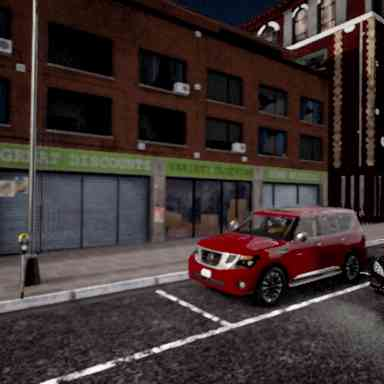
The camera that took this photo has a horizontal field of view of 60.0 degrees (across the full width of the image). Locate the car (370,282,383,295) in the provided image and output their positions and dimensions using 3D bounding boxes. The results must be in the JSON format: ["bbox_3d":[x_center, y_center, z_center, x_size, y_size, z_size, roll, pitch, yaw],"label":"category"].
[{"bbox_3d":[5.954,1.548,7.627,4.674,1.442,1.812,0,0,-36],"label":"car"}]

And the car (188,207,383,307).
[{"bbox_3d":[2.340,1.331,8.211,5.009,1.841,2.192,0,1,-35],"label":"car"}]
